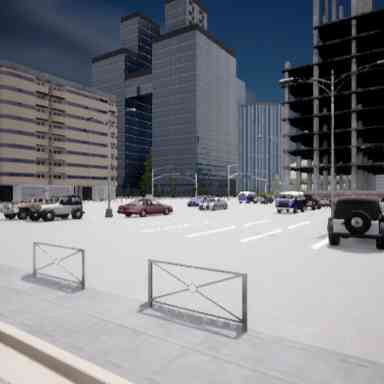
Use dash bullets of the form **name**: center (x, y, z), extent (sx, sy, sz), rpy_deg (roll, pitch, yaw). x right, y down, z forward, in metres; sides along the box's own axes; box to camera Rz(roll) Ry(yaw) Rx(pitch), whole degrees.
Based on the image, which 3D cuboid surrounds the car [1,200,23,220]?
- **car**: center (-12.010, 1.113, 25.664), extent (1.932, 1.855, 4.605), rpy_deg (0, 0, 34)

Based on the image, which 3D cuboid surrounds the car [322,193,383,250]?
- **car**: center (6.641, 1.113, 13.047), extent (1.905, 1.878, 3.866), rpy_deg (0, 0, 34)

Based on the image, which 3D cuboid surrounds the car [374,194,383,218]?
- **car**: center (16.429, 1.112, 27.578), extent (1.932, 1.855, 4.605), rpy_deg (0, 0, 34)

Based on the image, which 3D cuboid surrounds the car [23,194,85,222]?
- **car**: center (-9.642, 1.116, 23.999), extent (1.905, 1.878, 3.866), rpy_deg (0, 0, 34)

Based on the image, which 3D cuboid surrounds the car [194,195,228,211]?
- **car**: center (2.376, 1.357, 36.960), extent (1.970, 1.475, 3.806), rpy_deg (0, 0, 34)

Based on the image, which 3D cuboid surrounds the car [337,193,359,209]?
- **car**: center (20.258, 1.115, 43.167), extent (1.932, 1.855, 4.605), rpy_deg (0, 0, 34)

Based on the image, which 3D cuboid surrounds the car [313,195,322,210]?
- **car**: center (18.006, 1.326, 44.627), extent (1.784, 1.438, 3.905), rpy_deg (0, 0, 34)
